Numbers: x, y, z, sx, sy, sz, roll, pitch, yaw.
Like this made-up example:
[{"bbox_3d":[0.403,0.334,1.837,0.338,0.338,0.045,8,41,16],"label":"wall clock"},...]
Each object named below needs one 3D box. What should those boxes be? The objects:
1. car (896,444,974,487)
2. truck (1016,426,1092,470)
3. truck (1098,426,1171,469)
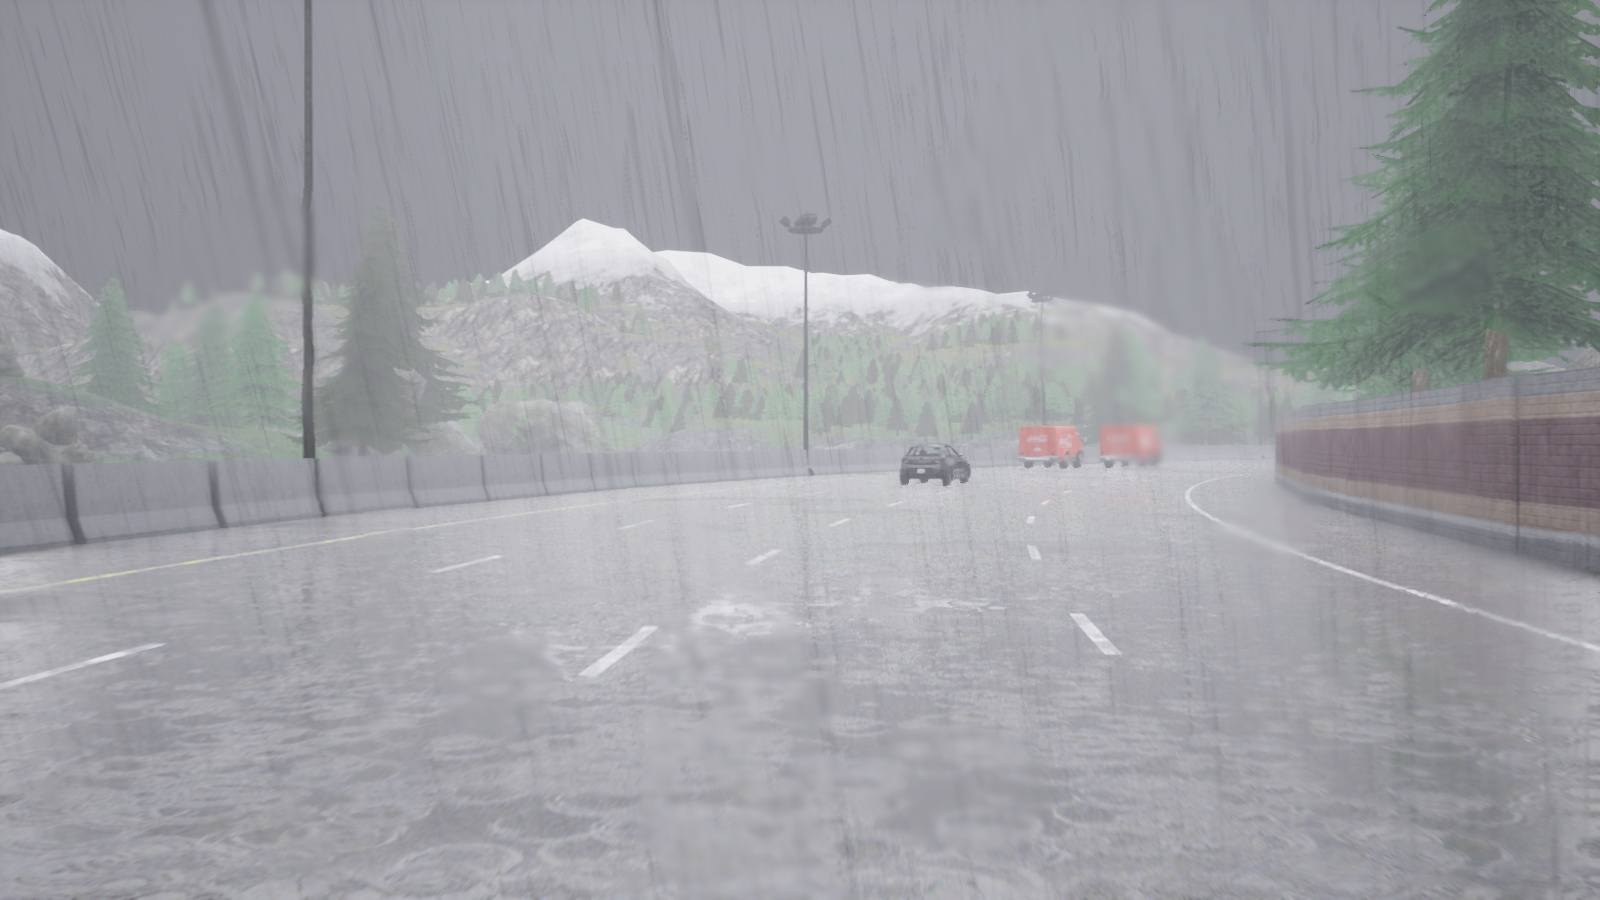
[{"bbox_3d":[4.888,0.512,44.913,1.816,1.474,4.193,0,0,20],"label":"car"},{"bbox_3d":[14.855,-0.135,73.112,2.627,2.467,5.204,0,0,32],"label":"truck"},{"bbox_3d":[19.843,-0.137,74.367,2.627,2.467,5.204,0,0,34],"label":"truck"}]
